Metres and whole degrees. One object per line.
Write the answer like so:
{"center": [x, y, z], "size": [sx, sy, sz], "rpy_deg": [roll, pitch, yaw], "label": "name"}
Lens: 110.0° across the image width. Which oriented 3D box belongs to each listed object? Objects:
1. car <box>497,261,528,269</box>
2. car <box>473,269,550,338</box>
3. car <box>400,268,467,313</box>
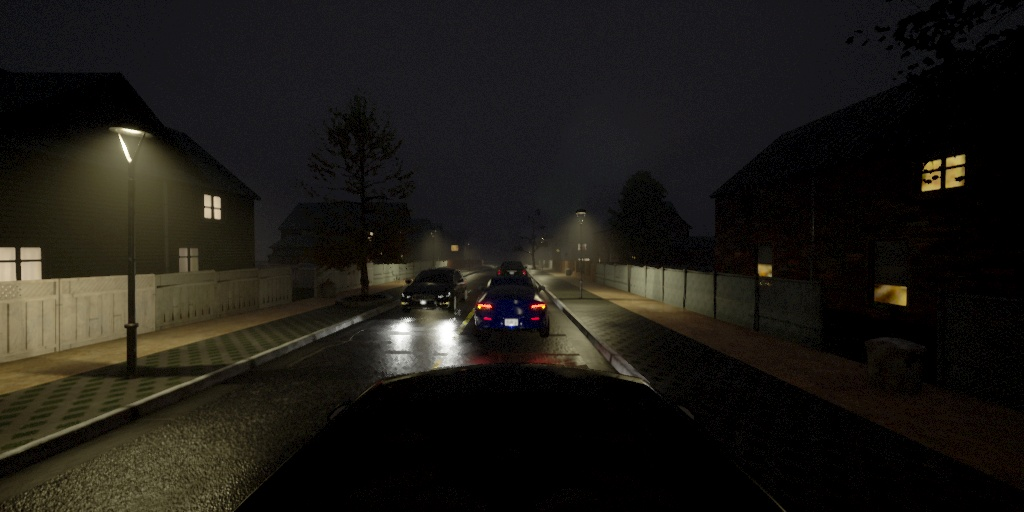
{"center": [0.008, 1.118, 24.992], "size": [2.097, 1.767, 4.553], "rpy_deg": [0, 0, 1], "label": "car"}
{"center": [-0.015, 1.274, 10.073], "size": [1.812, 1.442, 4.674], "rpy_deg": [0, 0, 0], "label": "car"}
{"center": [-2.873, 1.254, 14.007], "size": [1.837, 1.490, 4.892], "rpy_deg": [0, 0, 0], "label": "car"}
